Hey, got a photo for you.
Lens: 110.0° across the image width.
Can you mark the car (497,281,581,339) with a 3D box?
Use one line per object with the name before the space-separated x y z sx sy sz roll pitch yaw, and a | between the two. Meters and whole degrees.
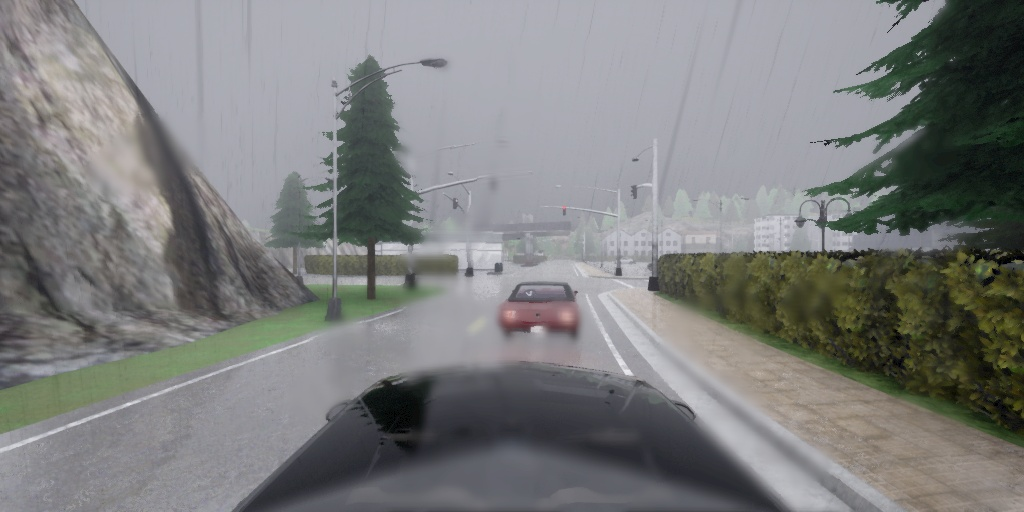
car | 0.912 1.351 10.109 1.895 1.301 4.718 0 0 8
